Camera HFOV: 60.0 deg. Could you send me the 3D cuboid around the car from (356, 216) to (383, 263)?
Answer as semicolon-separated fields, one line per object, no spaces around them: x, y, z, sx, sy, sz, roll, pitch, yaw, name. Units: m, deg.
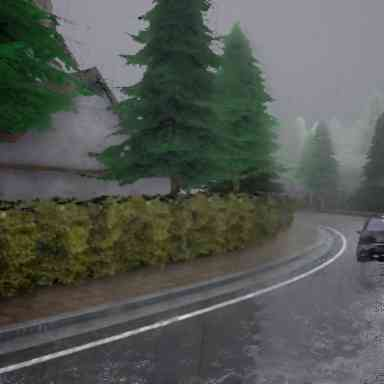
7.015;1.568;11.787;2.033;1.411;5.357;0;0;30;car
